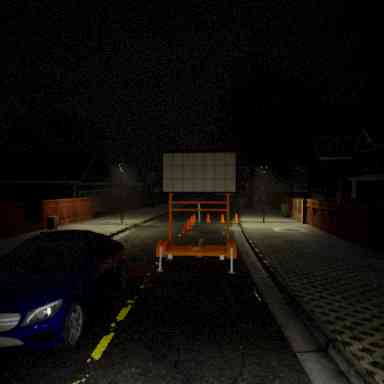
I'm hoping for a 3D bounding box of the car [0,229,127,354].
[{"bbox_3d":[-2.510,1.513,6.365,1.812,1.442,4.674,0,0,2],"label":"car"}]

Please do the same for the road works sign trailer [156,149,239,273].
[{"bbox_3d":[0.240,0.439,10.624,2.380,3.560,2.880,0,0,6],"label":"road works sign trailer"}]
